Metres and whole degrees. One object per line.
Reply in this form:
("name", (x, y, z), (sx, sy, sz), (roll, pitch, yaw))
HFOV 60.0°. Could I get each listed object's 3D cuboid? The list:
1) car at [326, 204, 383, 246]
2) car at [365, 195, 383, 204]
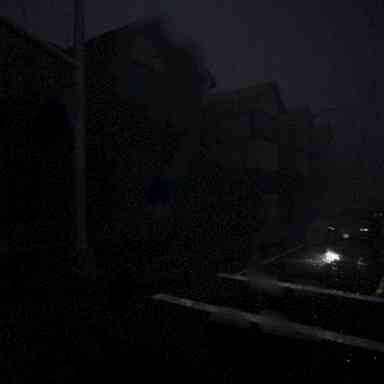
("car", (7.845, 1.570, 15.928), (2.128, 1.511, 4.902), (0, 0, 35))
("car", (15.152, 1.295, 26.254), (2.150, 2.045, 5.566), (0, 0, 35))
